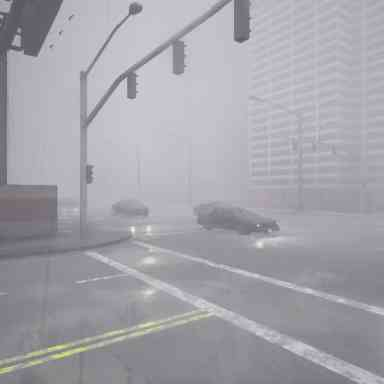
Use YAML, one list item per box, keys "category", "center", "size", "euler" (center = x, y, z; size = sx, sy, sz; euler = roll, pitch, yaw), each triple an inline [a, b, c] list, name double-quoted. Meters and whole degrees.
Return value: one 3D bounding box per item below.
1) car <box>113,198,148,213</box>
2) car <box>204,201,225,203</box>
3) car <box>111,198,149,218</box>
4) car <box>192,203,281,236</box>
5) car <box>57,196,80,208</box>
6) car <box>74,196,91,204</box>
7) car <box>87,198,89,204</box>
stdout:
- category: "car"
  center: [-7.233, 1.491, 38.451]
  size: [2.128, 1.511, 4.902]
  euler: [0, 0, -35]
- category: "car"
  center: [1.947, 1.491, 25.447]
  size: [2.128, 1.511, 4.902]
  euler: [0, 0, -35]
- category: "car"
  center: [-5.648, 1.478, 30.134]
  size: [1.882, 1.535, 5.008]
  euler: [0, 0, -35]
- category: "car"
  center: [2.371, 1.547, 18.780]
  size: [2.033, 1.411, 5.357]
  euler: [0, 0, -35]
- category: "car"
  center: [-17.744, 1.506, 47.310]
  size: [1.837, 1.490, 4.892]
  euler: [0, 0, -35]
- category: "car"
  center: [-21.536, 1.526, 65.115]
  size: [1.812, 1.442, 4.674]
  euler: [0, 0, -35]
- category: "car"
  center: [-19.105, 1.525, 55.403]
  size: [1.812, 1.442, 4.674]
  euler: [0, 0, -35]
